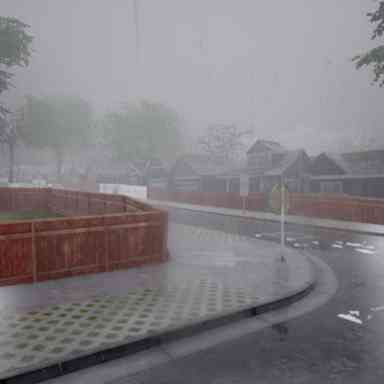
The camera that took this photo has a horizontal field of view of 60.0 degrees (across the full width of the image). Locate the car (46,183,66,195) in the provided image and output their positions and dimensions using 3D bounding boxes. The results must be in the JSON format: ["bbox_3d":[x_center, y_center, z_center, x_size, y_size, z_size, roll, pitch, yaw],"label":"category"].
[{"bbox_3d":[-19.073,-0.445,46.657,2.097,1.767,4.553,1,2,-35],"label":"car"}]
